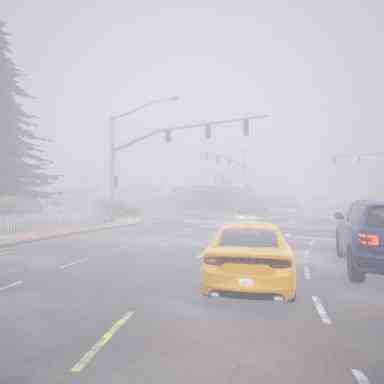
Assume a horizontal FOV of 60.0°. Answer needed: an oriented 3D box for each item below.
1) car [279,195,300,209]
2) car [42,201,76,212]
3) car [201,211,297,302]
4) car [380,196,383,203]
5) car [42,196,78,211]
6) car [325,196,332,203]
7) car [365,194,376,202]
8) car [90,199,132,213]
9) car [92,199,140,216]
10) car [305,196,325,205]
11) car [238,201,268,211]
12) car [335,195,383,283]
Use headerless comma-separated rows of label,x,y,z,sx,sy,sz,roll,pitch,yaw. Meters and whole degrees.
car,13.457,1.518,45.380,1.812,1.442,4.674,0,0,32
car,-15.106,1.575,37.607,4.674,1.442,1.812,0,0,32
car,1.490,1.476,8.426,1.882,1.535,5.008,0,0,12
car,40.485,1.528,69.234,2.033,1.411,5.357,0,0,31
car,-17.048,1.401,42.941,4.553,1.767,2.097,0,0,32
car,27.216,1.513,67.666,1.812,1.442,4.674,0,0,31
car,42.809,1.342,79.739,2.097,1.767,4.553,0,0,31
car,-9.322,1.554,38.132,4.892,1.490,1.837,0,0,32
car,-7.255,1.555,32.715,4.892,1.490,1.837,0,0,34
car,21.168,1.538,57.911,2.033,1.411,5.357,0,0,32
car,6.172,1.597,33.459,1.994,1.385,4.181,0,0,31
car,5.453,1.220,9.459,2.150,2.045,5.566,0,0,19
